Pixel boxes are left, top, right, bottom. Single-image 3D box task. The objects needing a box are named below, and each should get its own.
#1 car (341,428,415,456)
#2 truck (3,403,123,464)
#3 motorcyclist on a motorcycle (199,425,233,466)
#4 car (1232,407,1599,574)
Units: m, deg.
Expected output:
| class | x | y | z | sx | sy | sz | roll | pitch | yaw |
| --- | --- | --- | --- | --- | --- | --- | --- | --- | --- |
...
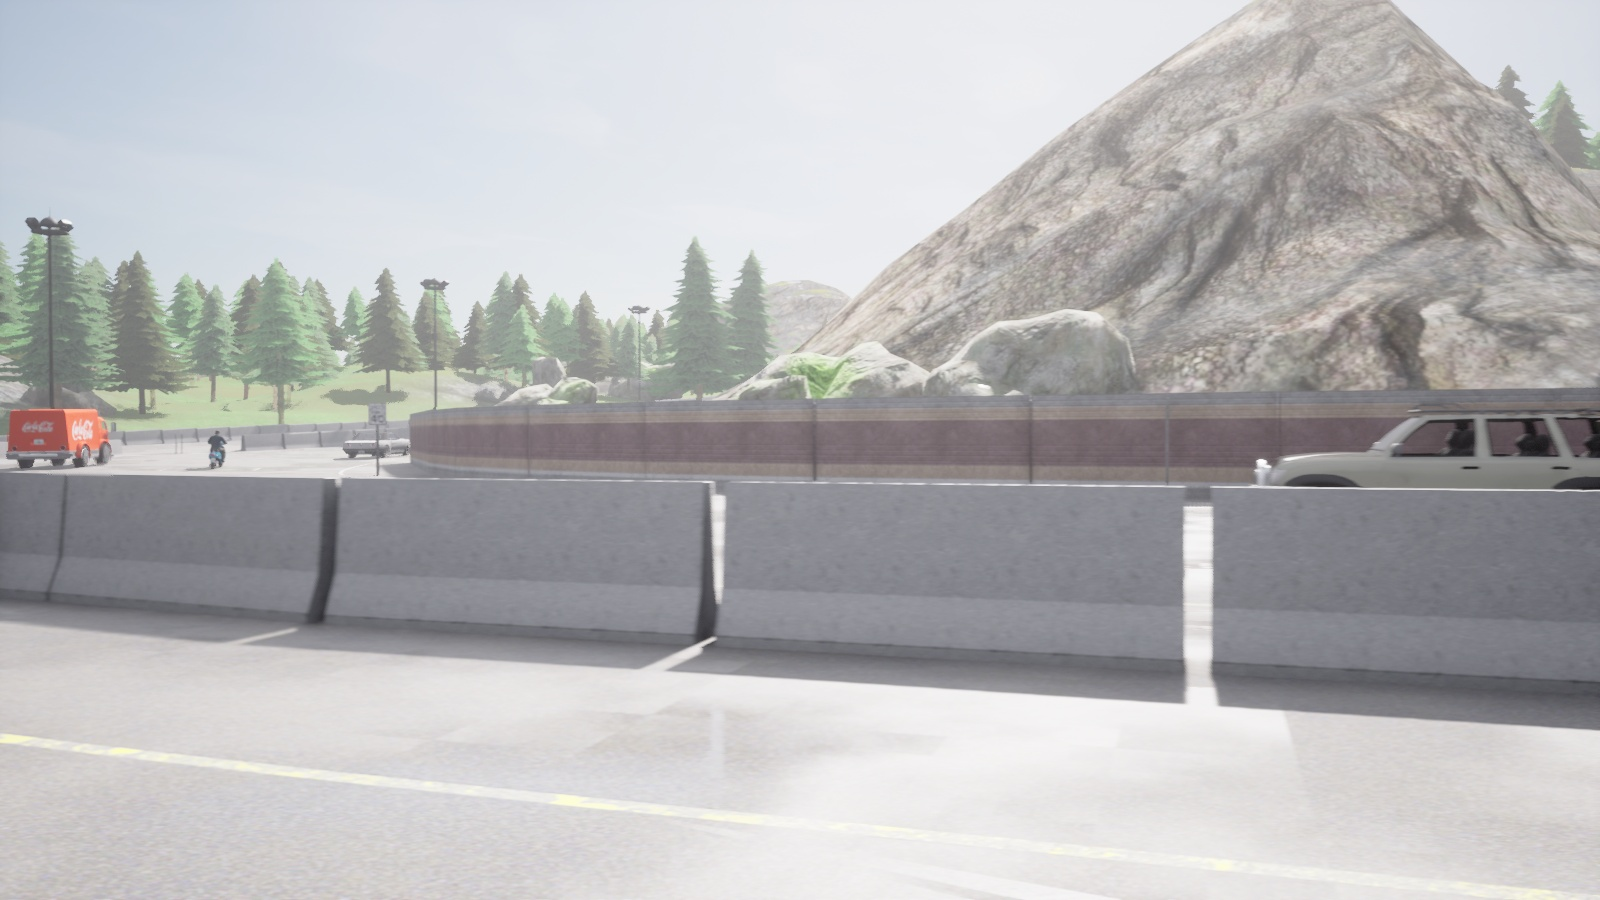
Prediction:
| class | x | y | z | sx | sy | sz | roll | pitch | yaw |
| --- | --- | --- | --- | --- | --- | --- | --- | --- | --- |
| car | -21.193 | -0.432 | 63.259 | 1.895 | 1.301 | 4.718 | 0 | 2 | 4 |
| truck | -31.410 | -0.747 | 53.749 | 2.627 | 2.467 | 5.204 | 0 | 2 | -8 |
| motorcyclist on a motorcycle | -23.872 | -0.212 | 51.382 | 0.866 | 1.590 | 1.817 | 1 | 2 | -13 |
| car | 7.748 | 0.428 | 15.365 | 4.605 | 1.855 | 1.932 | 0 | 1 | 18 |
